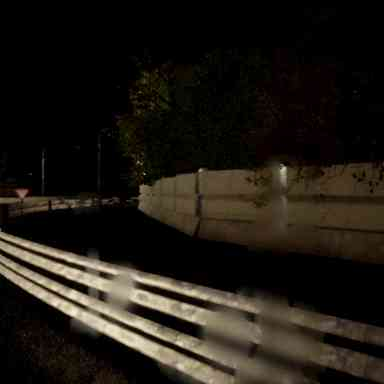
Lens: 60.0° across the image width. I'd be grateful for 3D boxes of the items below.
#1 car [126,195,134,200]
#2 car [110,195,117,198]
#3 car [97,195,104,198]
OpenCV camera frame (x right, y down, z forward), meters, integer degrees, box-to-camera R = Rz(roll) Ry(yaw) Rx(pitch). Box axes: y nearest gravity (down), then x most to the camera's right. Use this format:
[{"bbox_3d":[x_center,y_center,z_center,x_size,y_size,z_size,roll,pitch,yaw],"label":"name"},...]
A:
[{"bbox_3d":[-16.748,1.412,91.349,1.994,1.385,4.181,0,0,1],"label":"car"},{"bbox_3d":[-21.679,1.429,91.858,1.895,1.301,4.718,0,0,-14],"label":"car"},{"bbox_3d":[-25.105,1.410,91.144,1.895,1.301,4.718,0,0,-14],"label":"car"}]
